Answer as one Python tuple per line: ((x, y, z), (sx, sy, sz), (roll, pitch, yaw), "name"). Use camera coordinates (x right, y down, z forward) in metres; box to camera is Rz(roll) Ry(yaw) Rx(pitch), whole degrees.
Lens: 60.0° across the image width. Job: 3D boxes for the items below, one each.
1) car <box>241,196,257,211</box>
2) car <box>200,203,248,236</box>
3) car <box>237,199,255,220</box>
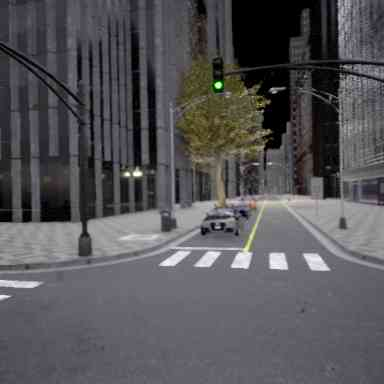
((6.521, 1.268, 38.948), (2.097, 1.767, 4.553), (-1, 0, 13), "car")
((1.746, 1.554, 18.424), (1.994, 1.385, 4.181), (-1, 0, 14), "car")
((3.972, 1.557, 28.023), (1.895, 1.301, 4.718), (-1, 0, 13), "car")
